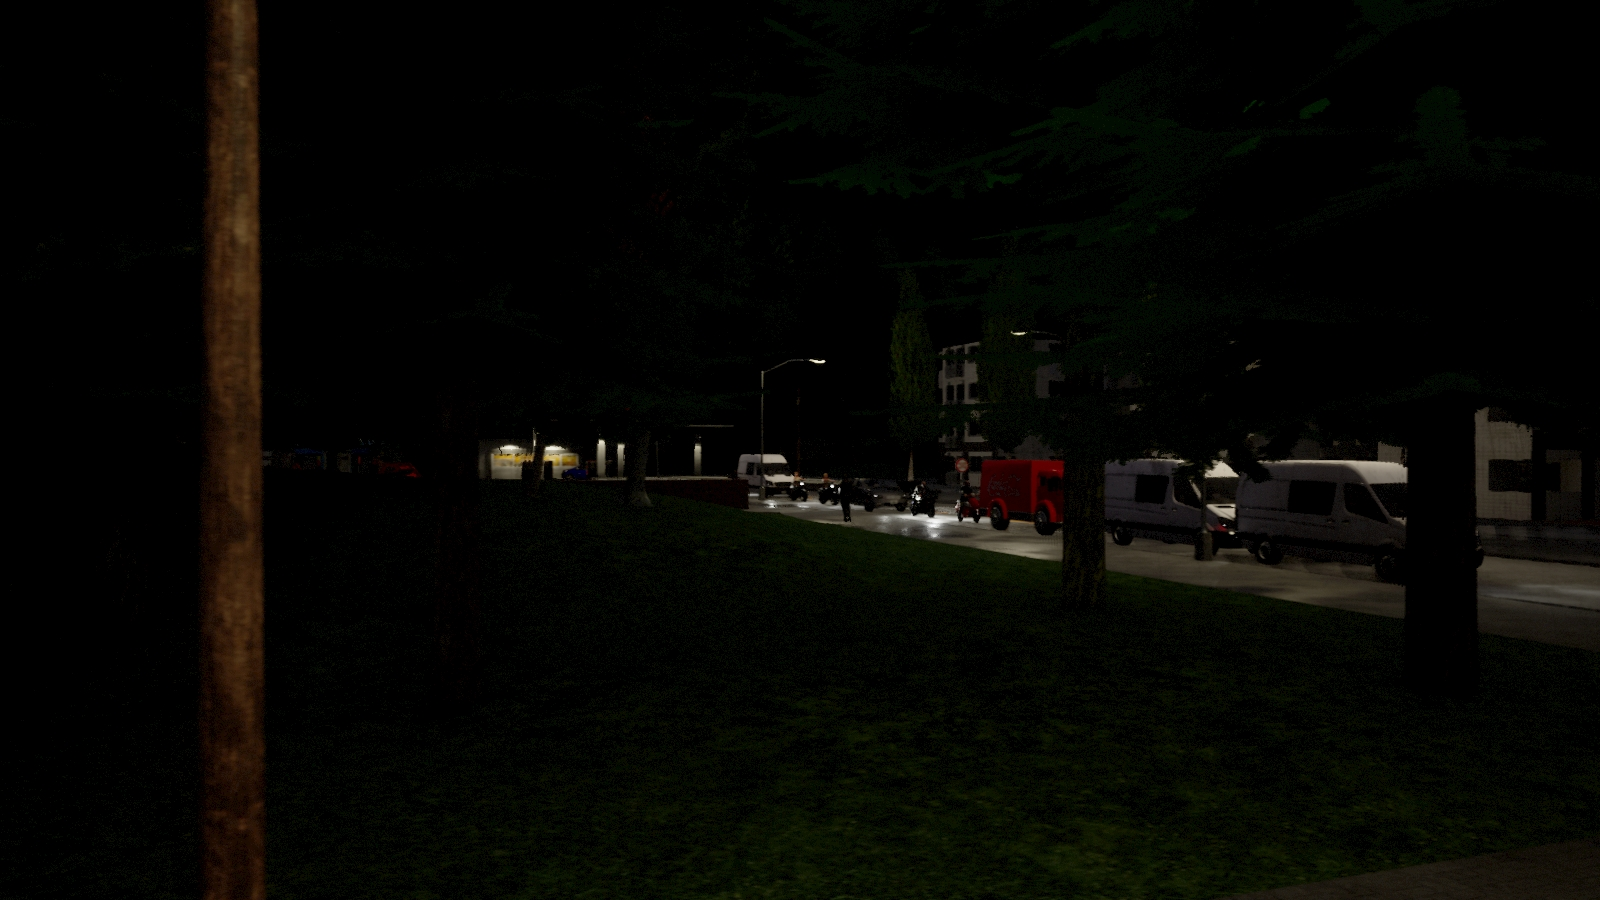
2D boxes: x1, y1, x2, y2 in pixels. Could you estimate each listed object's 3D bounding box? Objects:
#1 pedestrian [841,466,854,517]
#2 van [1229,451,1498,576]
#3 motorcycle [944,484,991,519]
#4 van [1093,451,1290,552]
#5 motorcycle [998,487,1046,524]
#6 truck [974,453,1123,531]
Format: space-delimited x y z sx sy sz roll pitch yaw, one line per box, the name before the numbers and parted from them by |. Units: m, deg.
pedestrian | 1.740 1.525 42.053 0.375 1.860 0.375 0 0 -19
van | 12.889 1.314 26.721 1.988 2.561 5.915 0 0 -20
motorcycle | 6.489 1.985 44.495 0.867 1.251 2.209 0 0 -20
van | 10.871 1.314 32.319 1.988 2.561 5.915 0 0 -20
motorcycle | 7.892 1.962 40.652 0.856 1.236 1.805 0 0 -20
truck | 8.399 1.348 39.192 2.627 2.467 5.204 0 0 -20
